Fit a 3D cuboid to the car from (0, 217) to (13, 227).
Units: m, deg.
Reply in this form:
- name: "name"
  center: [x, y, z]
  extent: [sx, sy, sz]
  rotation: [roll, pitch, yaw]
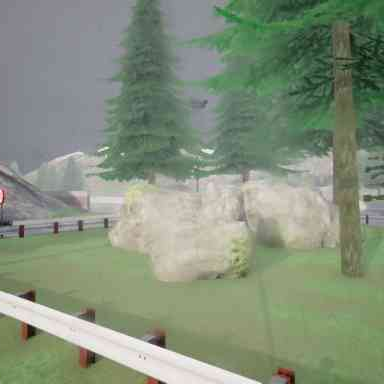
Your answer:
- name: "car"
  center: [-10.998, 1.359, 15.349]
  extent: [5.357, 1.411, 2.033]
  rotation: [0, 0, 14]
